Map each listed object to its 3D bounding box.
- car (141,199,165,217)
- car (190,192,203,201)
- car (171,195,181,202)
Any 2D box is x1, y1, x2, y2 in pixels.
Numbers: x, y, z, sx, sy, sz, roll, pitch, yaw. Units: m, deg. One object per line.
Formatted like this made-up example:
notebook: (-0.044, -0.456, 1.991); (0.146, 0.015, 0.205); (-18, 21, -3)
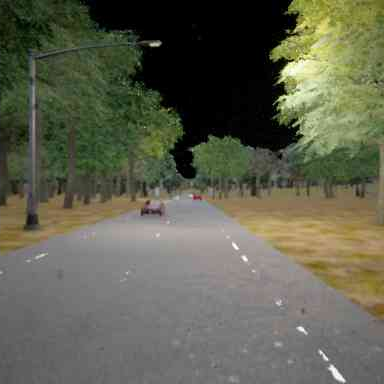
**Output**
car: (-3.567, 1.425, 30.962); (1.882, 1.535, 5.008); (0, 0, 0)
car: (1.295, 1.124, 78.390); (2.150, 2.045, 5.566); (0, 0, 0)
car: (-3.438, 1.419, 69.817); (1.812, 1.442, 4.674); (0, 0, 0)
